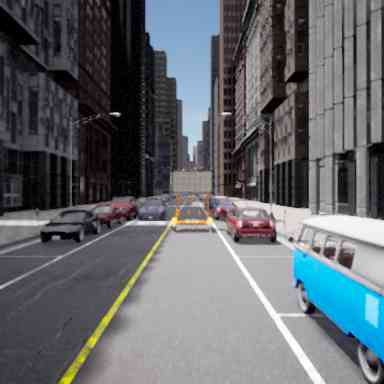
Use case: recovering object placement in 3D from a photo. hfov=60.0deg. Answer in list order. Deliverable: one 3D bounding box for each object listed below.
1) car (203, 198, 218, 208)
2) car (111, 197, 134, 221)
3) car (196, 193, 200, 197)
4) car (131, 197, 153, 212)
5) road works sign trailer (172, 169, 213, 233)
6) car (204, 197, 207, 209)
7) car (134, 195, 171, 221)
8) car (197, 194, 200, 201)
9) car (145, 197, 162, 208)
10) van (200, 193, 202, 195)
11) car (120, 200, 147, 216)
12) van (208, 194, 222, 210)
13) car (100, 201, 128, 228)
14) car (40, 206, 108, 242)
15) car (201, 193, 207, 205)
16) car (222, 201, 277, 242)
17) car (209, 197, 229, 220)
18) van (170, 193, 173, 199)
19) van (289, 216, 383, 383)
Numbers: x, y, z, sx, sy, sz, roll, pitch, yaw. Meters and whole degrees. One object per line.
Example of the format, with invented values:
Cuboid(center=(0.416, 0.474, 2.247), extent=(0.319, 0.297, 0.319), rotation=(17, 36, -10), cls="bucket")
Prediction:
Cuboid(center=(2.759, 1.565, 50.120), extent=(1.947, 1.339, 4.313), rotation=(0, 0, 0), cls="car")
Cuboid(center=(-5.762, 1.314, 27.563), extent=(2.192, 1.841, 5.009), rotation=(0, 0, 0), cls="car")
Cuboid(center=(2.755, 1.547, 83.940), extent=(1.887, 1.381, 4.507), rotation=(0, 0, 0), cls="car")
Cuboid(center=(-5.764, 1.439, 38.836), extent=(1.967, 1.590, 4.097), rotation=(0, 0, 0), cls="car")
Cuboid(center=(0.014, 0.463, 19.662), extent=(2.380, 3.560, 2.880), rotation=(0, 0, 0), cls="road works sign trailer")
Cuboid(center=(2.761, 1.544, 38.847), extent=(1.887, 1.381, 4.507), rotation=(0, 0, 0), cls="car")
Cuboid(center=(-3.101, 1.351, 27.232), extent=(2.097, 1.767, 4.553), rotation=(0, 0, 0), cls="car")
Cuboid(center=(2.756, 1.566, 72.667), extent=(1.947, 1.339, 4.313), rotation=(0, 0, 0), cls="car")
Cuboid(center=(-5.766, 1.550, 50.108), extent=(2.008, 1.369, 4.403), rotation=(0, 0, 0), cls="car")
Cuboid(center=(2.759, 1.341, 61.394), extent=(1.690, 1.788, 3.998), rotation=(0, 0, 0), cls="van")
Cuboid(center=(-5.764, 1.565, 33.199), extent=(1.947, 1.339, 4.313), rotation=(0, 0, 0), cls="car")
Cuboid(center=(2.762, 1.340, 33.210), extent=(1.690, 1.788, 3.998), rotation=(0, 0, 0), cls="van")
Cuboid(center=(-5.762, 1.543, 21.926), extent=(1.887, 1.381, 4.507), rotation=(0, 0, 0), cls="car")
Cuboid(center=(-5.762, 1.565, 16.290), extent=(1.947, 1.339, 4.313), rotation=(0, 0, 0), cls="car")
Cuboid(center=(2.761, 1.314, 44.484), extent=(2.192, 1.841, 5.009), rotation=(0, 0, 0), cls="car")
Cuboid(center=(2.764, 1.439, 16.299), extent=(1.967, 1.590, 4.097), rotation=(0, 0, 0), cls="car")
Cuboid(center=(2.762, 1.439, 27.573), extent=(1.967, 1.590, 4.097), rotation=(0, 0, 0), cls="car")
Cuboid(center=(-5.768, 1.341, 72.654), extent=(1.690, 1.788, 3.998), rotation=(0, 0, 0), cls="van")
Cuboid(center=(2.766, 1.341, 5.026), extent=(1.690, 1.788, 3.998), rotation=(0, 0, 0), cls="van")
